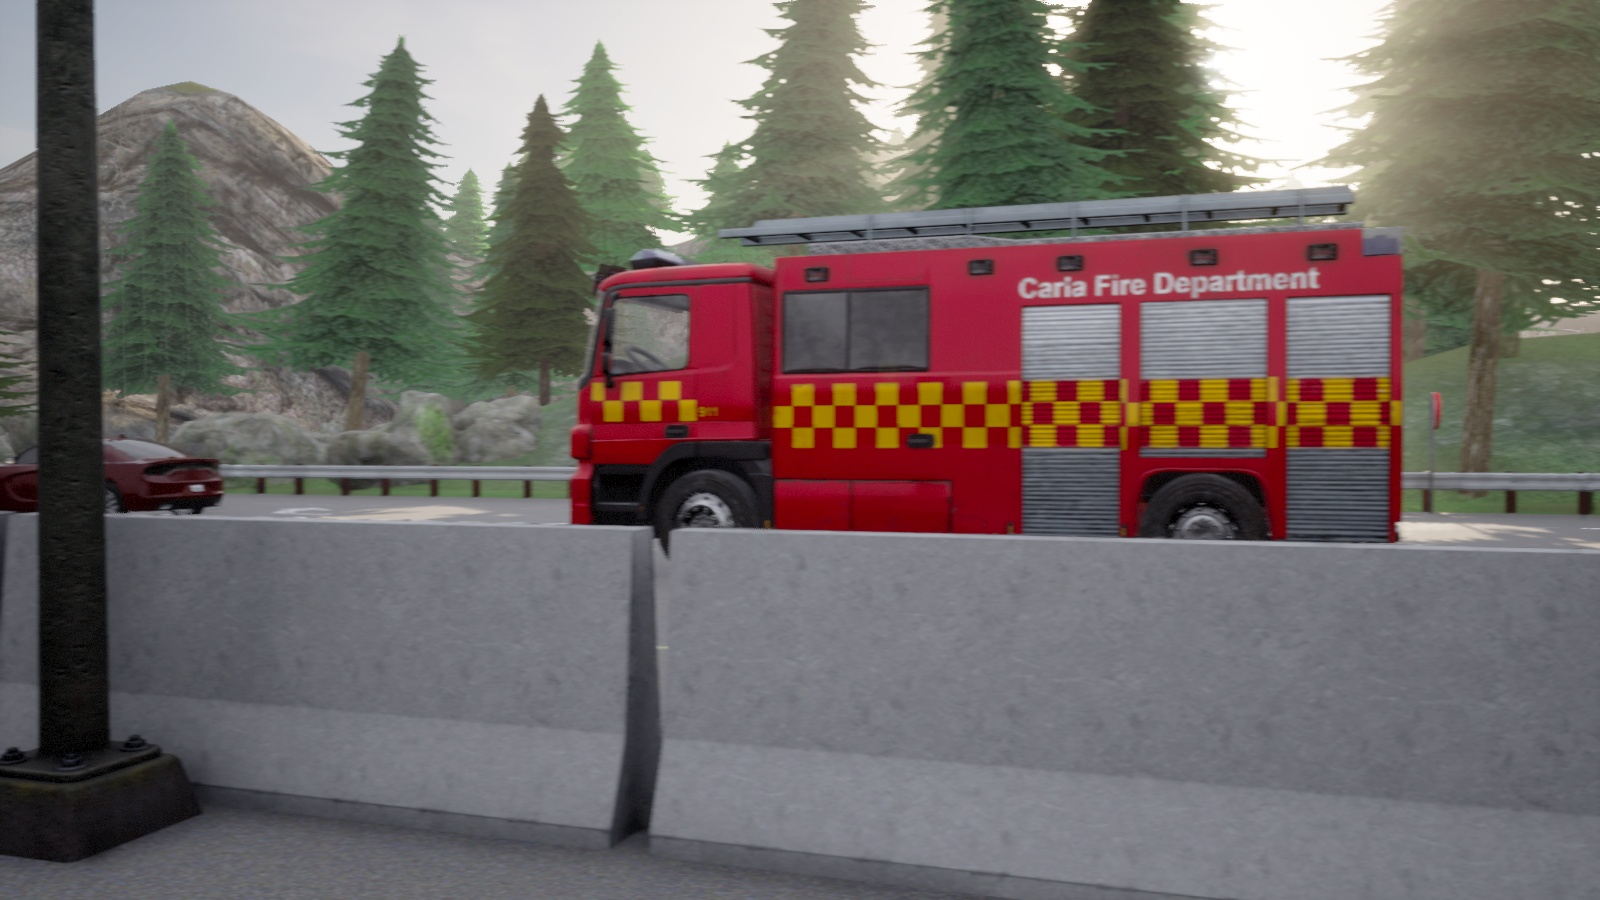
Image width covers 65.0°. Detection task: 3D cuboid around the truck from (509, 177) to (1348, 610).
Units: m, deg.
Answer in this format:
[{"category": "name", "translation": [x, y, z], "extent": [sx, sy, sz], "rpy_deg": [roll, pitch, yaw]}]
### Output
[{"category": "truck", "translation": [1.276, -0.554, 13.824], "extent": [8.468, 3.827, 2.891], "rpy_deg": [1, 1, 19]}]

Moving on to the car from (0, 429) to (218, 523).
[{"category": "car", "translation": [-13.088, 0.396, 22.366], "extent": [5.008, 1.535, 1.882], "rpy_deg": [1, 1, 19]}]
